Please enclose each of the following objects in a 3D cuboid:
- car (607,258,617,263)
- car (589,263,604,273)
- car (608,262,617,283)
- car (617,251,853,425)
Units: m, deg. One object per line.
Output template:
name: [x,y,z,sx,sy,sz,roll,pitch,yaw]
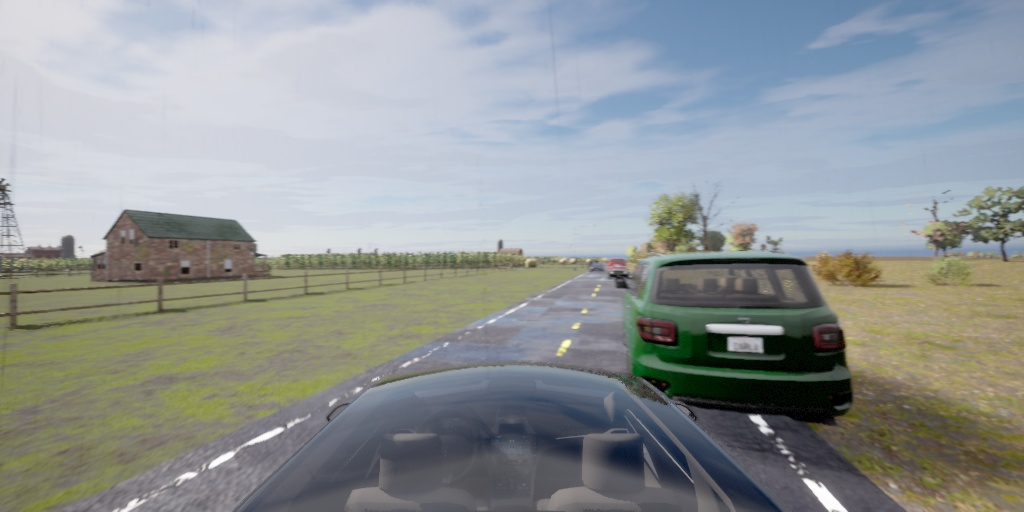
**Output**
car: [12.941,1.246,44.174,2.150,2.045,5.566,-1,-1,16]
car: [12.454,1.692,52.576,1.994,1.385,4.181,-1,-1,16]
car: [10.152,1.557,34.227,1.895,1.301,4.718,-1,-1,16]
car: [3.011,0.976,6.076,2.150,2.045,5.566,-1,-1,16]
